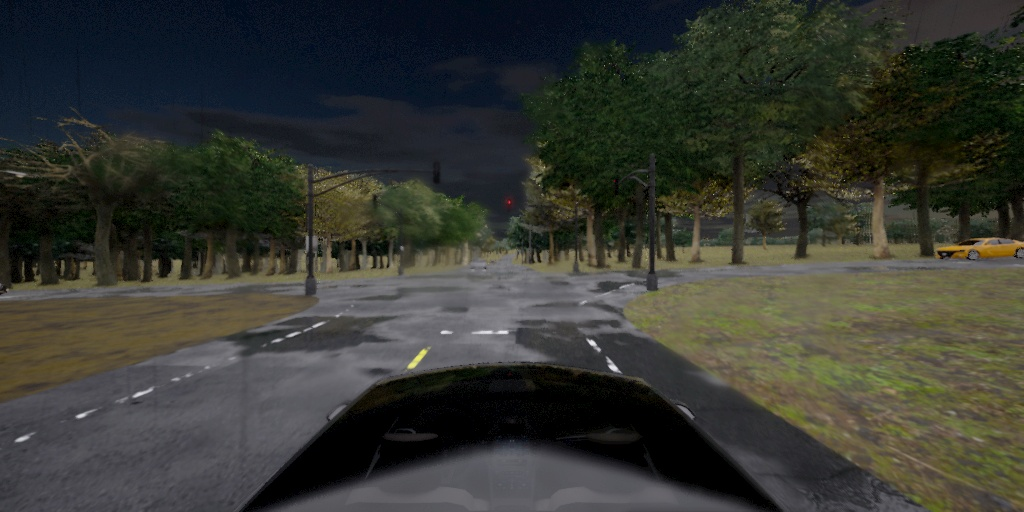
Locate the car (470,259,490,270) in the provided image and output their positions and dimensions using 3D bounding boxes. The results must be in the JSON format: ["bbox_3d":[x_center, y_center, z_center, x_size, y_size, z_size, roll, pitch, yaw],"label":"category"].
[{"bbox_3d":[-4.041,1.061,44.146,1.895,1.301,4.718,0,0,-1],"label":"car"}]

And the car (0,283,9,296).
[{"bbox_3d":[-37.133,2.089,24.131,4.892,1.490,1.837,-2,0,3],"label":"car"}]

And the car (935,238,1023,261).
[{"bbox_3d":[32.848,-0.495,25.087,5.008,1.535,1.882,-2,0,2],"label":"car"}]
